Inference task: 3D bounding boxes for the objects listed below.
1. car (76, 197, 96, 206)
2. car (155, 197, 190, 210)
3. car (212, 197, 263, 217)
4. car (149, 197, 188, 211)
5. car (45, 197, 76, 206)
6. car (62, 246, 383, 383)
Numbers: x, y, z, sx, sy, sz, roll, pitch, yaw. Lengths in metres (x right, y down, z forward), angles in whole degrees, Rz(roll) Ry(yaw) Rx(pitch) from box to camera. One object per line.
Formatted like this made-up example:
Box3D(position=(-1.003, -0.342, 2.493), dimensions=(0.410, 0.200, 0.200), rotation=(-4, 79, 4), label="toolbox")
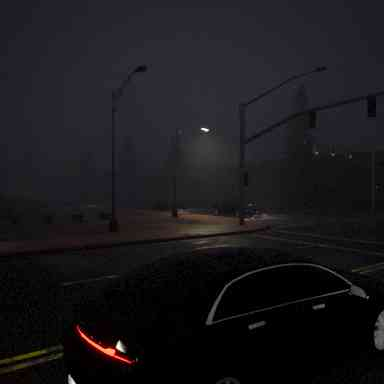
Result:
Box3D(position=(-17.954, 1.564, 54.613), dimensions=(4.181, 1.385, 1.994), rotation=(0, 0, 22), label="car")
Box3D(position=(-2.629, 1.503, 44.559), dimensions=(4.892, 1.490, 1.837), rotation=(1, 0, 44), label="car")
Box3D(position=(3.864, 1.505, 30.911), dimensions=(1.837, 1.490, 4.892), rotation=(0, 0, -36), label="car")
Box3D(position=(-3.114, 1.547, 40.182), dimensions=(2.033, 1.411, 5.357), rotation=(0, 0, -41), label="car")
Box3D(position=(-21.176, 1.526, 52.151), dimensions=(4.674, 1.442, 1.812), rotation=(0, 0, 18), label="car")
Box3D(position=(0.894, 1.505, 4.435), dimensions=(4.892, 1.490, 1.837), rotation=(0, 0, -35), label="car")
